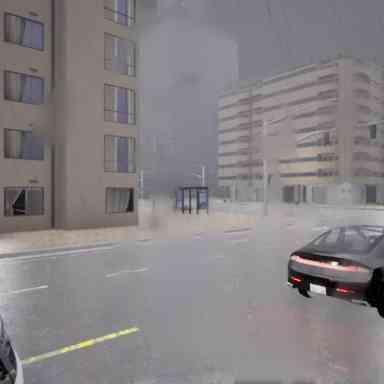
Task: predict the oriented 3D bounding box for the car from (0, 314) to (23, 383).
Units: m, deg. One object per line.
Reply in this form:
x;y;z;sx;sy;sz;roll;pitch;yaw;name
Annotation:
-3.785;1.222;1.347;5.566;2.045;2.150;0;0;-32;car

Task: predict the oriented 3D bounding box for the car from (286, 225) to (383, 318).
4.096;1.490;7.353;4.902;1.511;2.128;0;0;-39;car
